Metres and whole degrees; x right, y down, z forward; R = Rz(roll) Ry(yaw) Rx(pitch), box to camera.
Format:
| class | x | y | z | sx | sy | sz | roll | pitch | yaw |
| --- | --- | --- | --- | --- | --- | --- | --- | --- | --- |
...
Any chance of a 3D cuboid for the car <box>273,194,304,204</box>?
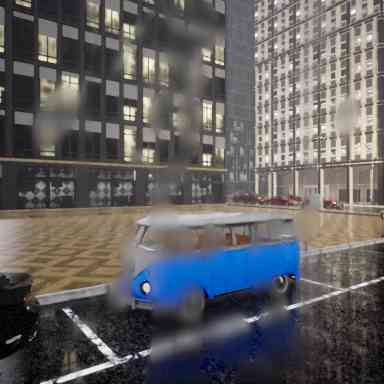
| class | x | y | z | sx | sy | sz | roll | pitch | yaw |
| --- | --- | --- | --- | --- | --- | --- | --- | --- | --- |
| car | 14.344 | 0.988 | 49.609 | 1.802 | 1.307 | 4.206 | 1 | 0 | -36 |

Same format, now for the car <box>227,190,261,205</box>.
| class | x | y | z | sx | sy | sz | roll | pitch | yaw |
| --- | --- | --- | --- | --- | --- | --- | --- | --- | --- |
| car | 7.582 | 0.733 | 44.669 | 2.192 | 1.841 | 5.009 | 1 | 0 | -36 |

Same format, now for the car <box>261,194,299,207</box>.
| class | x | y | z | sx | sy | sz | roll | pitch | yaw |
| --- | --- | --- | --- | --- | --- | --- | --- | --- | --- |
| car | 10.827 | 1.107 | 40.143 | 1.802 | 1.307 | 4.206 | 1 | 0 | -36 |

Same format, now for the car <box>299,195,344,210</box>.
| class | x | y | z | sx | sy | sz | roll | pitch | yaw |
| --- | --- | --- | --- | --- | --- | --- | --- | --- | --- |
| car | 14.083 | 1.073 | 35.615 | 1.967 | 1.590 | 4.097 | 1 | 0 | -36 |

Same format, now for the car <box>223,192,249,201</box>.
| class | x | y | z | sx | sy | sz | roll | pitch | yaw |
| --- | --- | --- | --- | --- | --- | --- | --- | --- | --- |
| car | 7.740 | 0.713 | 58.806 | 1.752 | 1.417 | 4.829 | 1 | 0 | -36 |

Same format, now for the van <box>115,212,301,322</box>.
| class | x | y | z | sx | sy | sz | roll | pitch | yaw |
| --- | --- | --- | --- | --- | --- | --- | --- | --- | --- |
| van | 0.508 | 1.341 | 6.928 | 3.998 | 1.788 | 1.690 | 0 | 0 | -36 |

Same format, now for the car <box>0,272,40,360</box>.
| class | x | y | z | sx | sy | sz | roll | pitch | yaw |
| --- | --- | --- | --- | --- | --- | --- | --- | --- | --- |
| car | -4.087 | 1.551 | 3.642 | 4.403 | 1.369 | 2.008 | 0 | 0 | -36 |
